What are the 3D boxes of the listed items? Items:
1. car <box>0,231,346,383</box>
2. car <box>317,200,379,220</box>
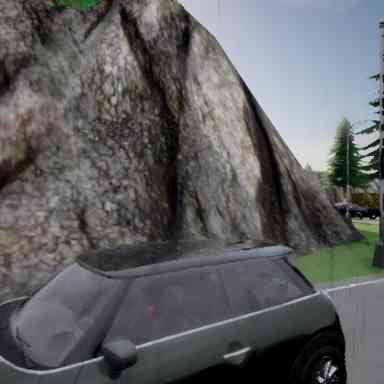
[{"bbox_3d":[-0.624,1.352,3.220,4.553,1.767,2.097,0,0,-32],"label":"car"},{"bbox_3d":[13.399,1.601,28.255,1.895,1.301,4.718,0,0,-26],"label":"car"}]
